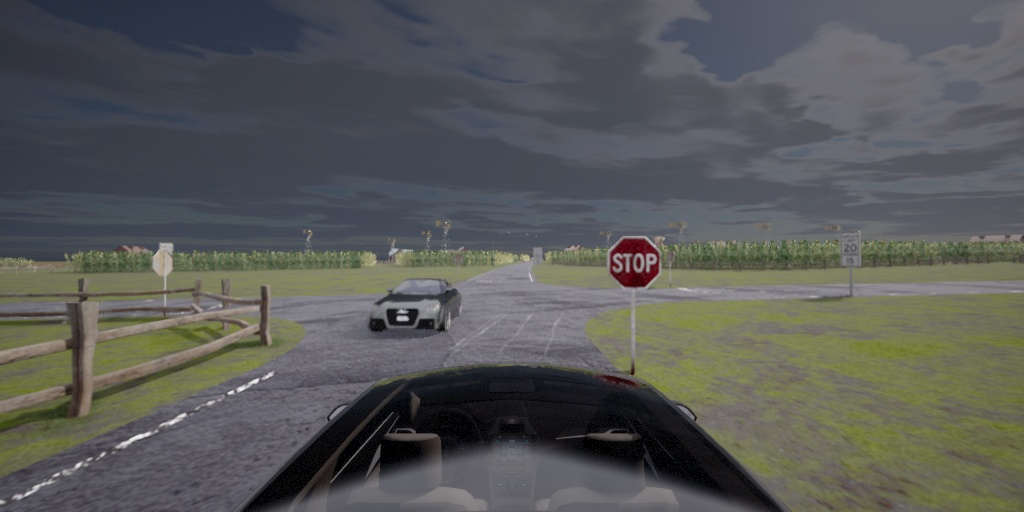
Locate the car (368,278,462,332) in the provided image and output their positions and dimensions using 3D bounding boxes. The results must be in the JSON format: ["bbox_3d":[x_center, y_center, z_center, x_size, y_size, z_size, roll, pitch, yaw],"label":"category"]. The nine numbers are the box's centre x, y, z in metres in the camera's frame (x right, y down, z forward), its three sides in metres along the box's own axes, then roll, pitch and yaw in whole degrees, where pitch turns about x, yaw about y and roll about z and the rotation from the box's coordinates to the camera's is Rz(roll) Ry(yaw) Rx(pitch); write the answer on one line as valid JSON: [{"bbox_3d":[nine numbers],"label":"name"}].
[{"bbox_3d":[-2.709,1.367,10.887,1.994,1.385,4.181,0,0,0],"label":"car"}]
